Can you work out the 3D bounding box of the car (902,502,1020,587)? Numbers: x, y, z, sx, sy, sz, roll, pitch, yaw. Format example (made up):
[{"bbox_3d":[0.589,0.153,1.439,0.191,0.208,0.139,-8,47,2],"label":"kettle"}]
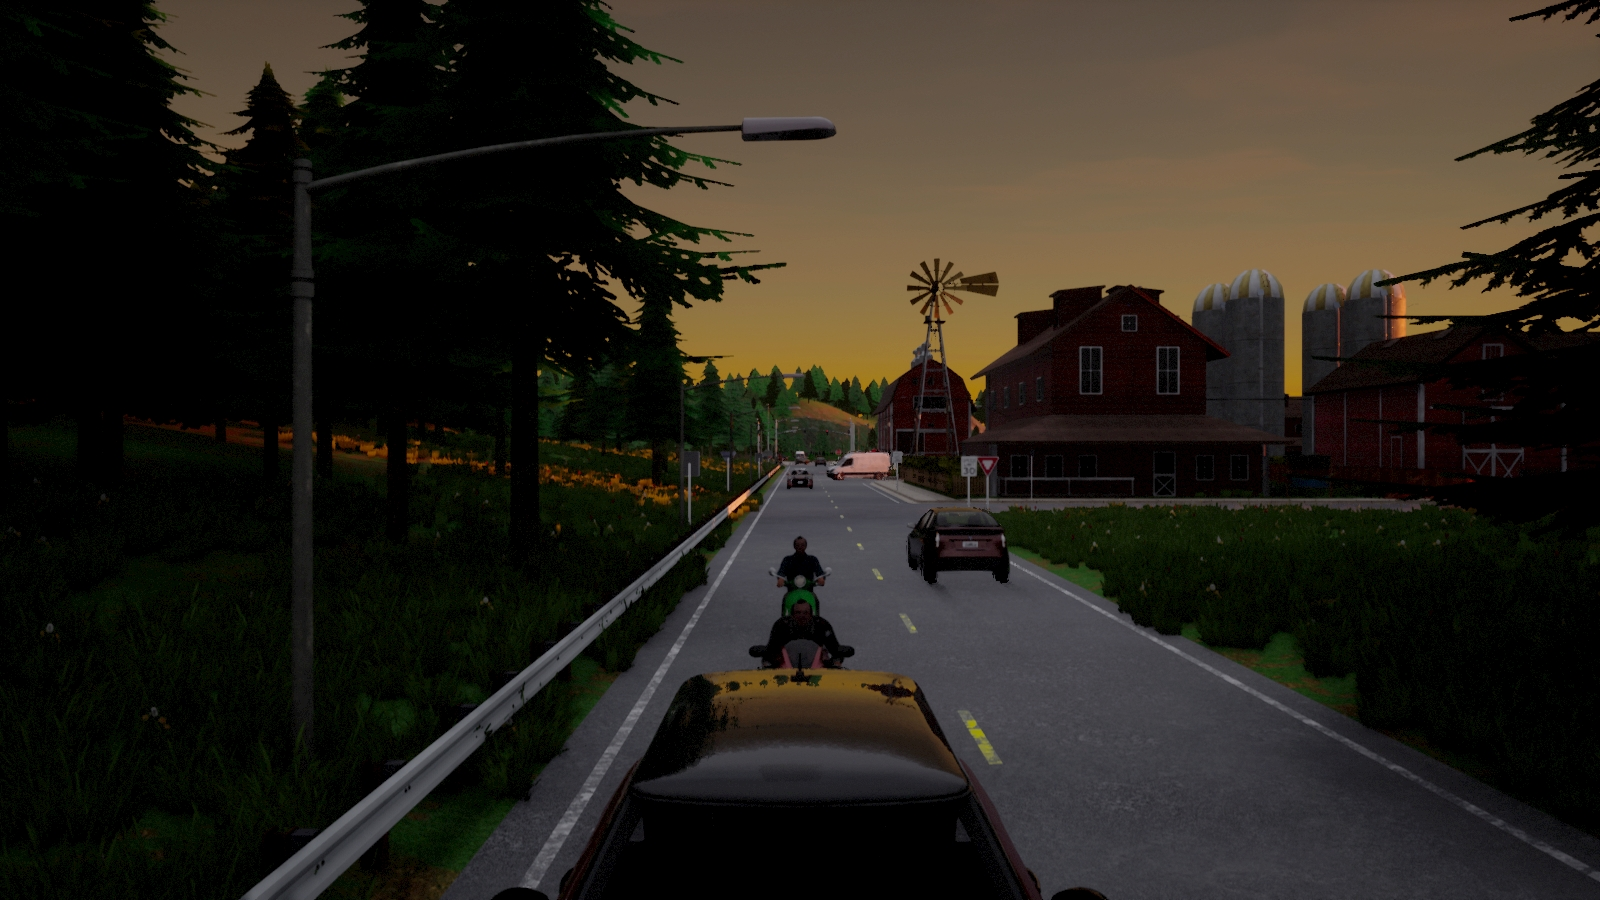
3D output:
[{"bbox_3d":[3.501,2.038,25.627,2.007,1.525,4.514,0,0,0],"label":"car"}]

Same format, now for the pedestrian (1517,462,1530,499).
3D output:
[{"bbox_3d":[36.997,1.552,58.427,0.375,1.860,0.375,0,0,-7],"label":"pedestrian"}]

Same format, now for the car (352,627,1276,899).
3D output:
[{"bbox_3d":[0.031,1.906,4.324,2.097,1.767,4.553,0,0,0],"label":"car"}]

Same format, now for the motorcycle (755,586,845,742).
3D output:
[{"bbox_3d":[0.002,2.204,12.191,0.867,1.251,2.209,0,0,0],"label":"motorcycle"}]
